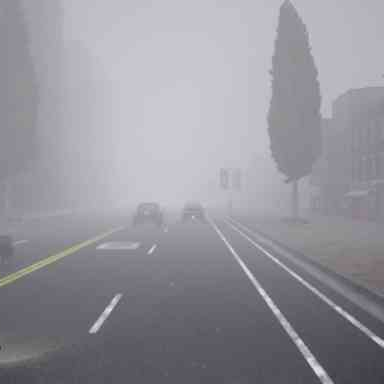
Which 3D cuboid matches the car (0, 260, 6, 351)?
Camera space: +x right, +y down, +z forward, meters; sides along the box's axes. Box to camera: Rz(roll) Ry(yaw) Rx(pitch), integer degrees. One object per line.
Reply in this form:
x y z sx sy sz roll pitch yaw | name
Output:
-3.150 1.558 1.414 2.033 1.411 5.357 0 0 0 | car

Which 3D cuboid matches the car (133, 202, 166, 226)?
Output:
-3.156 1.561 25.439 2.097 1.767 4.553 0 -1 0 | car

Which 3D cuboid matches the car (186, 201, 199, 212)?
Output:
0.089 2.037 48.648 1.837 1.490 4.892 0 -1 0 | car

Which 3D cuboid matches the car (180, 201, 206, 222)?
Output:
0.093 1.747 28.593 1.837 1.490 4.892 0 0 0 | car

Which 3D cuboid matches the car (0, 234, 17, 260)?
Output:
-6.534 1.612 8.265 2.033 1.411 5.357 0 0 1 | car
